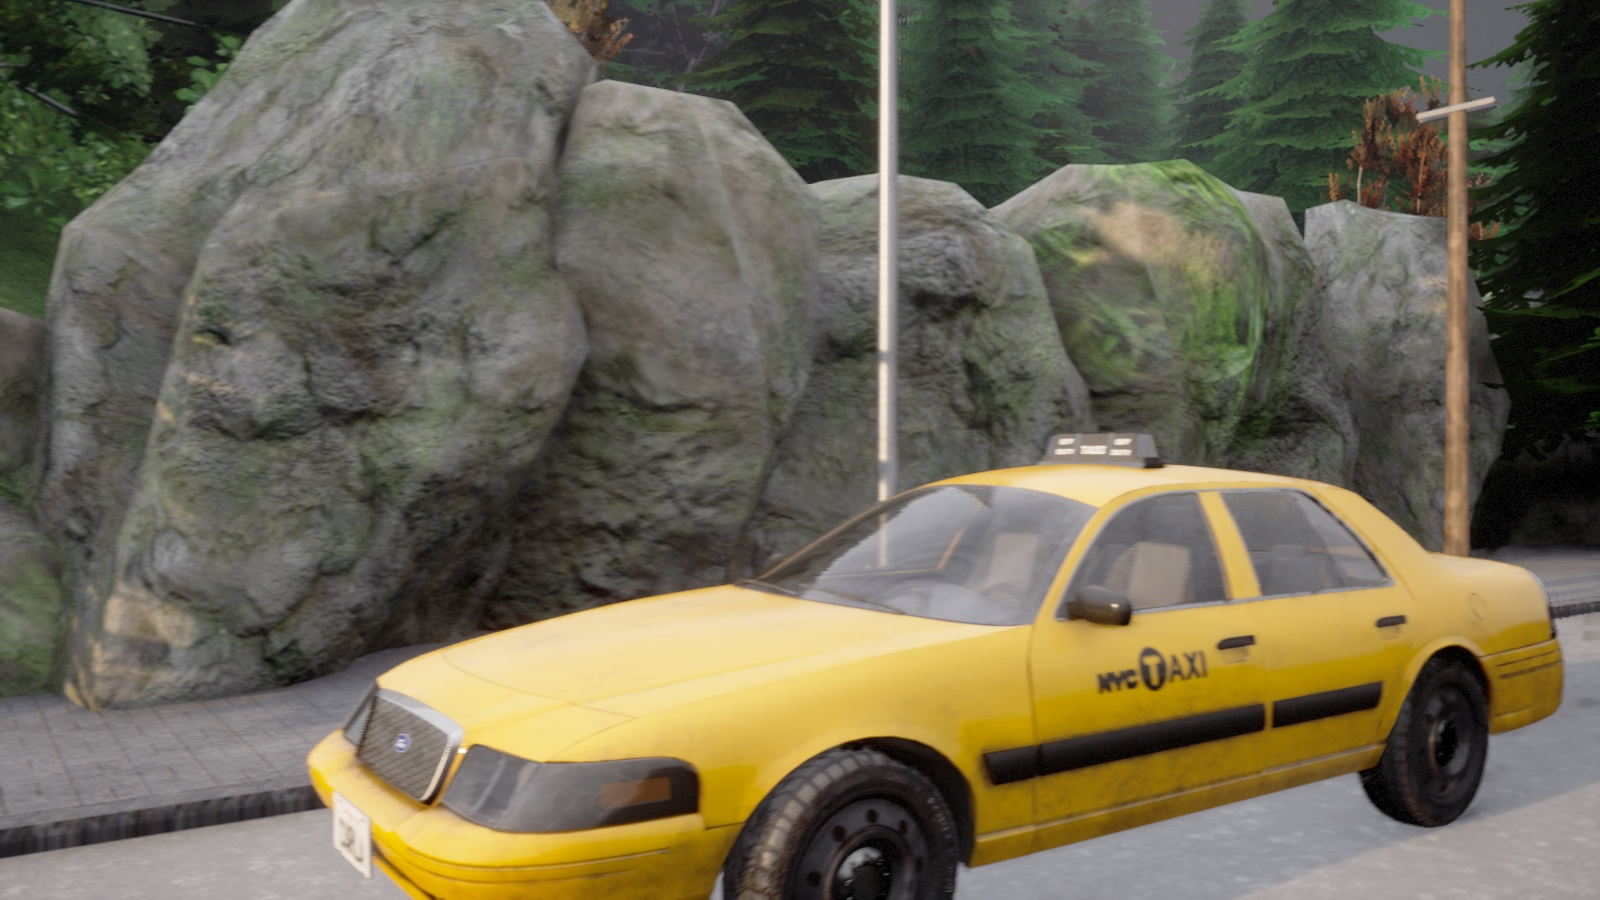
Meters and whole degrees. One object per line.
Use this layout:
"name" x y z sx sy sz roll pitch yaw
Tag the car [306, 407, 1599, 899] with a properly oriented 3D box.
"car" 1.060 0.693 5.006 5.366 1.575 1.801 0 0 -35
